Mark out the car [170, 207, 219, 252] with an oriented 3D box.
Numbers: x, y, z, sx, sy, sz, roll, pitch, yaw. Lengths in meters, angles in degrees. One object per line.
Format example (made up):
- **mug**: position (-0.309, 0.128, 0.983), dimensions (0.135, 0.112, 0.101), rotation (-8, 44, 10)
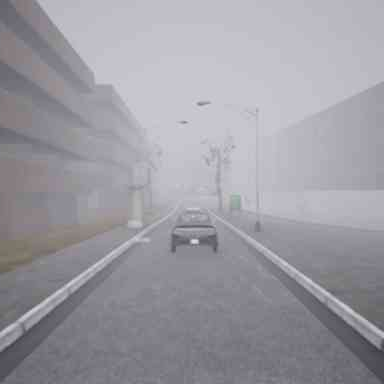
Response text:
- **car**: position (0.094, 1.606, 14.405), dimensions (2.128, 1.511, 4.902), rotation (0, -1, 0)
